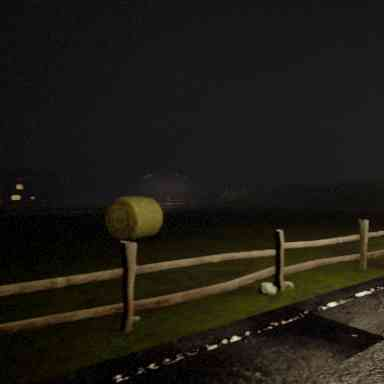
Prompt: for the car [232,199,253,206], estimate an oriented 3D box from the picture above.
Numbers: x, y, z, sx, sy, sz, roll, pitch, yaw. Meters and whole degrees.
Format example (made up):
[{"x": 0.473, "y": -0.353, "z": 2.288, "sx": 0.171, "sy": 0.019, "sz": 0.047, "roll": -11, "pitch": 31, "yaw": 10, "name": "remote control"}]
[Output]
[{"x": 9.760, "y": 1.973, "z": 63.564, "sx": 1.895, "sy": 1.301, "sz": 4.718, "roll": 0, "pitch": 0, "yaw": -35, "name": "car"}]
